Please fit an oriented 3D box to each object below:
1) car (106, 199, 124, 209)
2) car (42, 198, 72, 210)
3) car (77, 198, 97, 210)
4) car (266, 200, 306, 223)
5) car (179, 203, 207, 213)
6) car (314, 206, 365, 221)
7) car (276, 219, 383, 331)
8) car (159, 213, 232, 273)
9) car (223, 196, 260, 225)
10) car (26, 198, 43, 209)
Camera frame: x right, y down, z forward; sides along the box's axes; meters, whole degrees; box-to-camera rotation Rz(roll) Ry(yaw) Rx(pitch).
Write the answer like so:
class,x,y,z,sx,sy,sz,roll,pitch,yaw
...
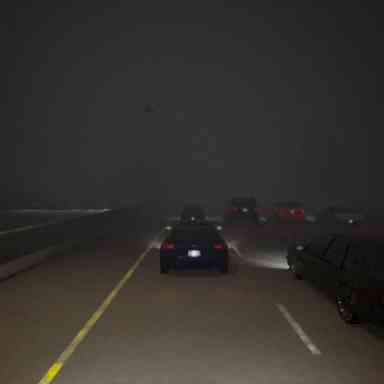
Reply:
class,x,y,z,sx,sy,sz,roll,pitch,yaw
car,-11.021,1.706,47.742,1.994,1.385,4.181,0,0,-4
car,-17.831,1.681,44.967,2.033,1.411,5.357,0,0,-3
car,-14.411,1.640,45.899,1.837,1.490,4.892,0,0,-3
car,7.067,1.427,25.471,2.097,1.767,4.553,0,0,0
car,0.070,1.584,25.862,1.837,1.490,4.892,0,0,0
car,10.562,1.674,24.336,1.895,1.301,4.718,0,0,0
car,3.543,1.569,7.065,2.033,1.411,5.357,0,0,1
car,0.070,1.596,10.789,1.994,1.385,4.181,0,0,0
car,3.565,1.298,24.763,2.150,2.045,5.566,0,0,1
car,-21.457,1.645,46.616,1.837,1.490,4.892,0,-1,-4
